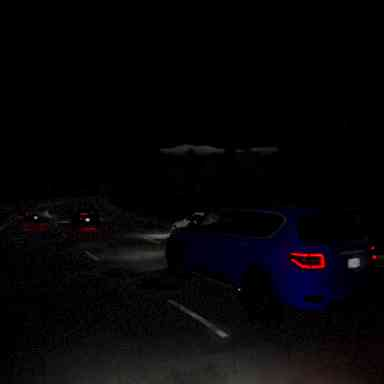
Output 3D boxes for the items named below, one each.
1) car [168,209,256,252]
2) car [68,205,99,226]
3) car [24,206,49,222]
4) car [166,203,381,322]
[{"bbox_3d":[0.726,1.632,15.492,1.812,1.442,4.674,0,0,-30],"label":"car"},{"bbox_3d":[-8.511,1.756,26.116,1.837,1.490,4.892,0,0,-24],"label":"car"},{"bbox_3d":[-14.174,1.926,30.451,1.895,1.301,4.718,0,0,-22],"label":"car"},{"bbox_3d":[1.342,1.268,7.749,2.150,2.045,5.566,0,-1,-29],"label":"car"}]
